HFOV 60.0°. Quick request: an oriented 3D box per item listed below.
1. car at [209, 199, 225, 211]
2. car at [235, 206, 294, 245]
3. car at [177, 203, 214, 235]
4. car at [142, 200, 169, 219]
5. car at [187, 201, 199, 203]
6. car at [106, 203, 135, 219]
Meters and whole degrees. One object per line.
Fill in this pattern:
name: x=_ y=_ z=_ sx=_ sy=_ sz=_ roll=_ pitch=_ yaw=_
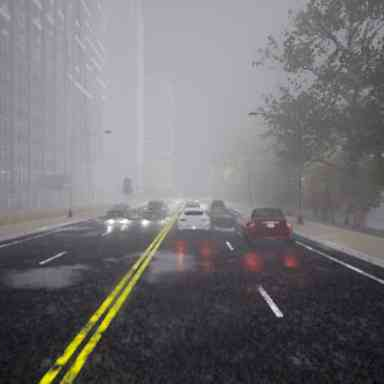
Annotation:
car: x=3.343 y=1.759 z=44.668 sx=1.837 sy=1.490 sz=4.892 roll=0 pitch=0 yaw=0
car: x=3.338 y=1.440 z=16.184 sx=2.097 sy=1.767 sz=4.553 roll=0 pitch=0 yaw=0
car: x=0.098 y=1.634 z=19.570 sx=1.812 sy=1.442 sz=4.674 roll=0 pitch=0 yaw=0
car: x=-3.343 y=1.526 z=31.175 sx=2.097 sy=1.767 sz=4.553 roll=0 pitch=0 yaw=0
car: x=0.093 y=1.843 z=42.893 sx=1.895 sy=1.301 sz=4.718 roll=0 pitch=0 yaw=0
car: x=-6.594 y=1.737 z=30.963 sx=1.994 sy=1.385 sz=4.181 roll=0 pitch=0 yaw=0
